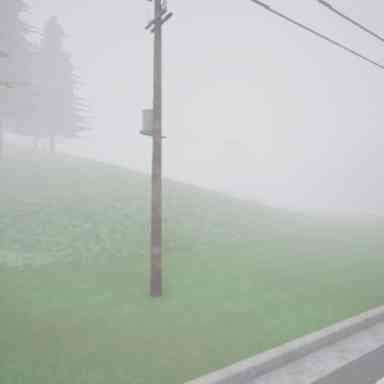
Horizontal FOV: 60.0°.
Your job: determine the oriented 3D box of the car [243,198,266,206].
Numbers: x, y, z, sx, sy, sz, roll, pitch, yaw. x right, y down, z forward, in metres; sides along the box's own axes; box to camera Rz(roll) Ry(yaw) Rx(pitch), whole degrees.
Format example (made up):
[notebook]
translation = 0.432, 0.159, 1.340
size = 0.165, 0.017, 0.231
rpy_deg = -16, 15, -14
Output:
[car]
translation = 11.753, 1.837, 62.777
size = 1.882, 1.535, 5.008
rpy_deg = 1, 0, -35
